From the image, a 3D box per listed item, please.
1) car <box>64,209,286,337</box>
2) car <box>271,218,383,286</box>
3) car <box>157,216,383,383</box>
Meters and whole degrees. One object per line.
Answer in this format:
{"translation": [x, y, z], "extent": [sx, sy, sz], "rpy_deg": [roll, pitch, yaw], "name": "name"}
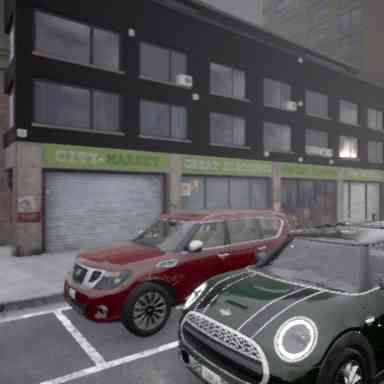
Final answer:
{"translation": [0.115, 1.326, 6.849], "extent": [5.009, 1.841, 2.192], "rpy_deg": [0, 0, -35], "name": "car"}
{"translation": [4.612, 1.591, 10.056], "extent": [4.313, 1.339, 1.947], "rpy_deg": [0, 0, -35], "name": "car"}
{"translation": [2.035, 1.363, 4.818], "extent": [4.553, 1.767, 2.097], "rpy_deg": [0, 0, -35], "name": "car"}
